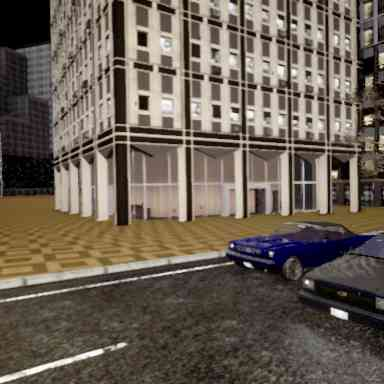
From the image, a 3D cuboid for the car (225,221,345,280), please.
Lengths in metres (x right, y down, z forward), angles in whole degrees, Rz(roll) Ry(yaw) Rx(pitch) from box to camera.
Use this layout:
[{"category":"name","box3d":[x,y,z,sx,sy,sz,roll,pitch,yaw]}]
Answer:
[{"category":"car","box3d":[3.287,1.549,9.741,4.718,1.301,1.895,0,0,-33]}]

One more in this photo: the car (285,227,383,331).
[{"category":"car","box3d":[4.527,1.508,6.682,5.357,1.411,2.033,0,0,-34]}]
